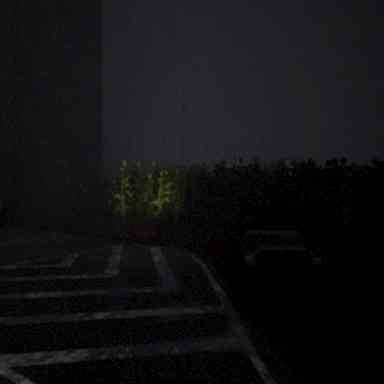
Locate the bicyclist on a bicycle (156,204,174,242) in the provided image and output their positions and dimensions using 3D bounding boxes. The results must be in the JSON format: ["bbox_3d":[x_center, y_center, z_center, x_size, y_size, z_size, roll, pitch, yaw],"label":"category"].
[{"bbox_3d":[-1.181,1.362,14.771,0.582,1.620,1.656,4,-3,-33],"label":"bicyclist on a bicycle"}]

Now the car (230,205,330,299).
[{"bbox_3d":[1.974,1.329,8.463,1.905,1.878,3.866,0,0,4],"label":"car"}]
